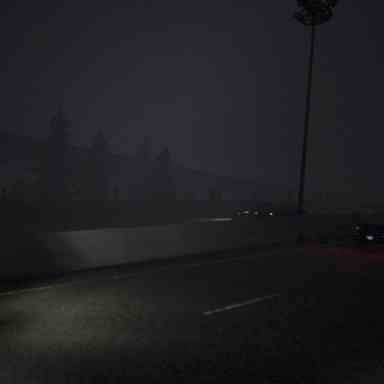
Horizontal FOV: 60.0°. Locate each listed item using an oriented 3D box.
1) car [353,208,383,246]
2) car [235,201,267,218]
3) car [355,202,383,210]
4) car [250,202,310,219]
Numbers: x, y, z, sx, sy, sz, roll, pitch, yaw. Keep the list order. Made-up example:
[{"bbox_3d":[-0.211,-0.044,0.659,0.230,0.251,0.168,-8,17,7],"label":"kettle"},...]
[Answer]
[{"bbox_3d":[8.839,1.600,14.351,4.674,1.442,1.812,0,0,-35],"label":"car"},{"bbox_3d":[5.968,1.609,29.744,4.892,1.490,1.837,0,0,-35],"label":"car"},{"bbox_3d":[15.499,1.615,27.943,5.008,1.535,1.882,1,0,-35],"label":"car"},{"bbox_3d":[7.152,1.702,26.291,4.718,1.301,1.895,0,0,-35],"label":"car"}]
